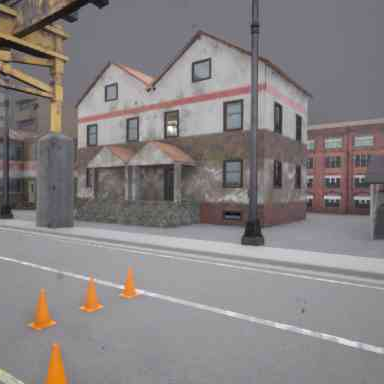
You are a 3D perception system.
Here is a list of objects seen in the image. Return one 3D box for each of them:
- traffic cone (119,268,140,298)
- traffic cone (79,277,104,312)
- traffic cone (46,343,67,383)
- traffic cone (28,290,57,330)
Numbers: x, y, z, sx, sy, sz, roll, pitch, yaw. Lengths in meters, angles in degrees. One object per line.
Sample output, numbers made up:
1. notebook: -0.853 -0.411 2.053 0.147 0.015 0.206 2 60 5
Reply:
1. traffic cone: -1.355 1.949 7.235 0.340 0.580 0.340 0 0 36
2. traffic cone: -1.940 1.949 6.424 0.340 0.580 0.340 0 0 36
3. traffic cone: -1.488 1.952 3.632 0.340 0.580 0.340 0 0 36
4. traffic cone: -2.525 1.949 5.613 0.340 0.580 0.340 0 0 36
